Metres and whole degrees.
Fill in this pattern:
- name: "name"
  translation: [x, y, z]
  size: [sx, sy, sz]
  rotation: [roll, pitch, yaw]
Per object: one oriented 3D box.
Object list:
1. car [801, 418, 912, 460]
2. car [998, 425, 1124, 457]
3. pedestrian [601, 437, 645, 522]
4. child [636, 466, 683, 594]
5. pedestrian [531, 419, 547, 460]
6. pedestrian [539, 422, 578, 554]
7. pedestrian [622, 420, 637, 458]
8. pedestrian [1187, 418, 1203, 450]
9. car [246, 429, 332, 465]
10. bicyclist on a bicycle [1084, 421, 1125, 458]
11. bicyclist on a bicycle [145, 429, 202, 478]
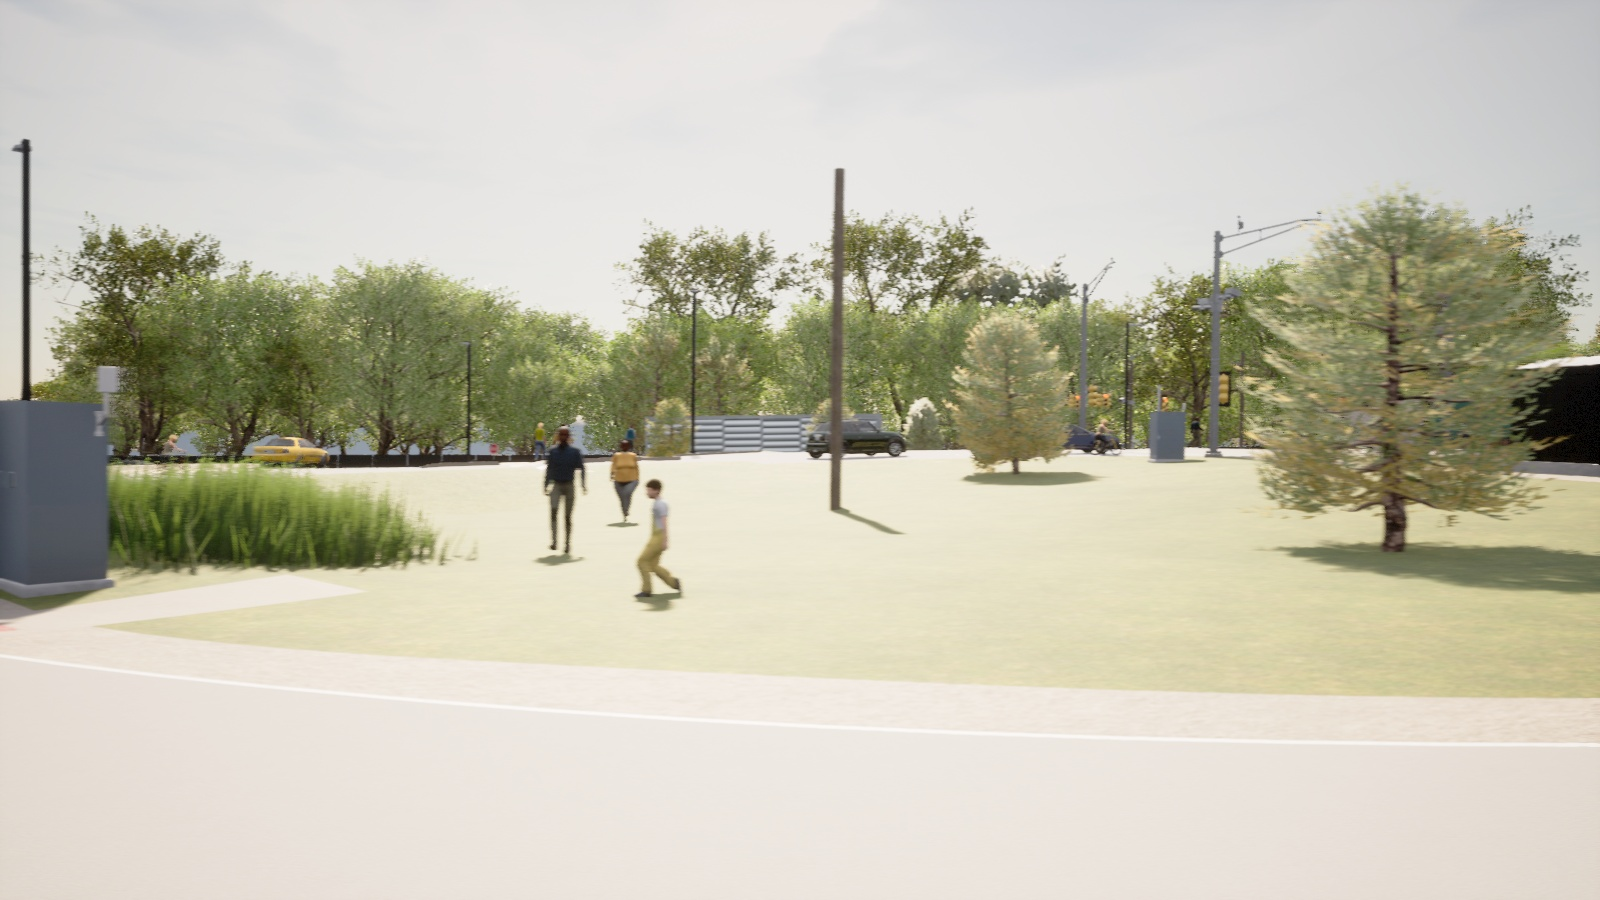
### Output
- name: "car"
  translation: [2.535, -0.519, 56.080]
  size: [4.553, 1.767, 2.097]
  rotation: [-2, 2, -33]
- name: "car"
  translation: [12.163, -0.426, 58.663]
  size: [5.357, 1.411, 2.033]
  rotation: [0, 1, -11]
- name: "pedestrian"
  translation: [-3.951, 0.649, 28.046]
  size: [0.874, 1.855, 0.900]
  rotation: [1, 1, -4]
- name: "child"
  translation: [-1.414, 0.795, 12.594]
  size: [0.437, 1.263, 0.270]
  rotation: [1, 1, -8]
- name: "pedestrian"
  translation: [-11.888, -0.476, 57.203]
  size: [0.354, 1.836, 0.706]
  rotation: [2, 1, 19]
- name: "pedestrian"
  translation: [-3.429, 0.525, 17.855]
  size: [0.370, 1.835, 0.726]
  rotation: [1, 1, 1]
- name: "pedestrian"
  translation: [-8.819, -0.552, 64.902]
  size: [0.396, 1.930, 0.692]
  rotation: [2, 1, 24]
- name: "pedestrian"
  translation: [22.828, -0.901, 72.616]
  size: [0.726, 1.835, 0.370]
  rotation: [1, 1, -13]
- name: "car"
  translation: [-23.969, -0.110, 59.099]
  size: [1.801, 1.575, 5.366]
  rotation: [1, -1, 0]
- name: "bicyclist on a bicycle"
  translation: [13.499, -0.464, 55.684]
  size: [1.509, 1.612, 0.866]
  rotation: [0, 1, -8]
- name: "bicyclist on a bicycle"
  translation: [-21.495, 0.111, 43.122]
  size: [0.866, 1.612, 1.509]
  rotation: [4, 3, 29]
